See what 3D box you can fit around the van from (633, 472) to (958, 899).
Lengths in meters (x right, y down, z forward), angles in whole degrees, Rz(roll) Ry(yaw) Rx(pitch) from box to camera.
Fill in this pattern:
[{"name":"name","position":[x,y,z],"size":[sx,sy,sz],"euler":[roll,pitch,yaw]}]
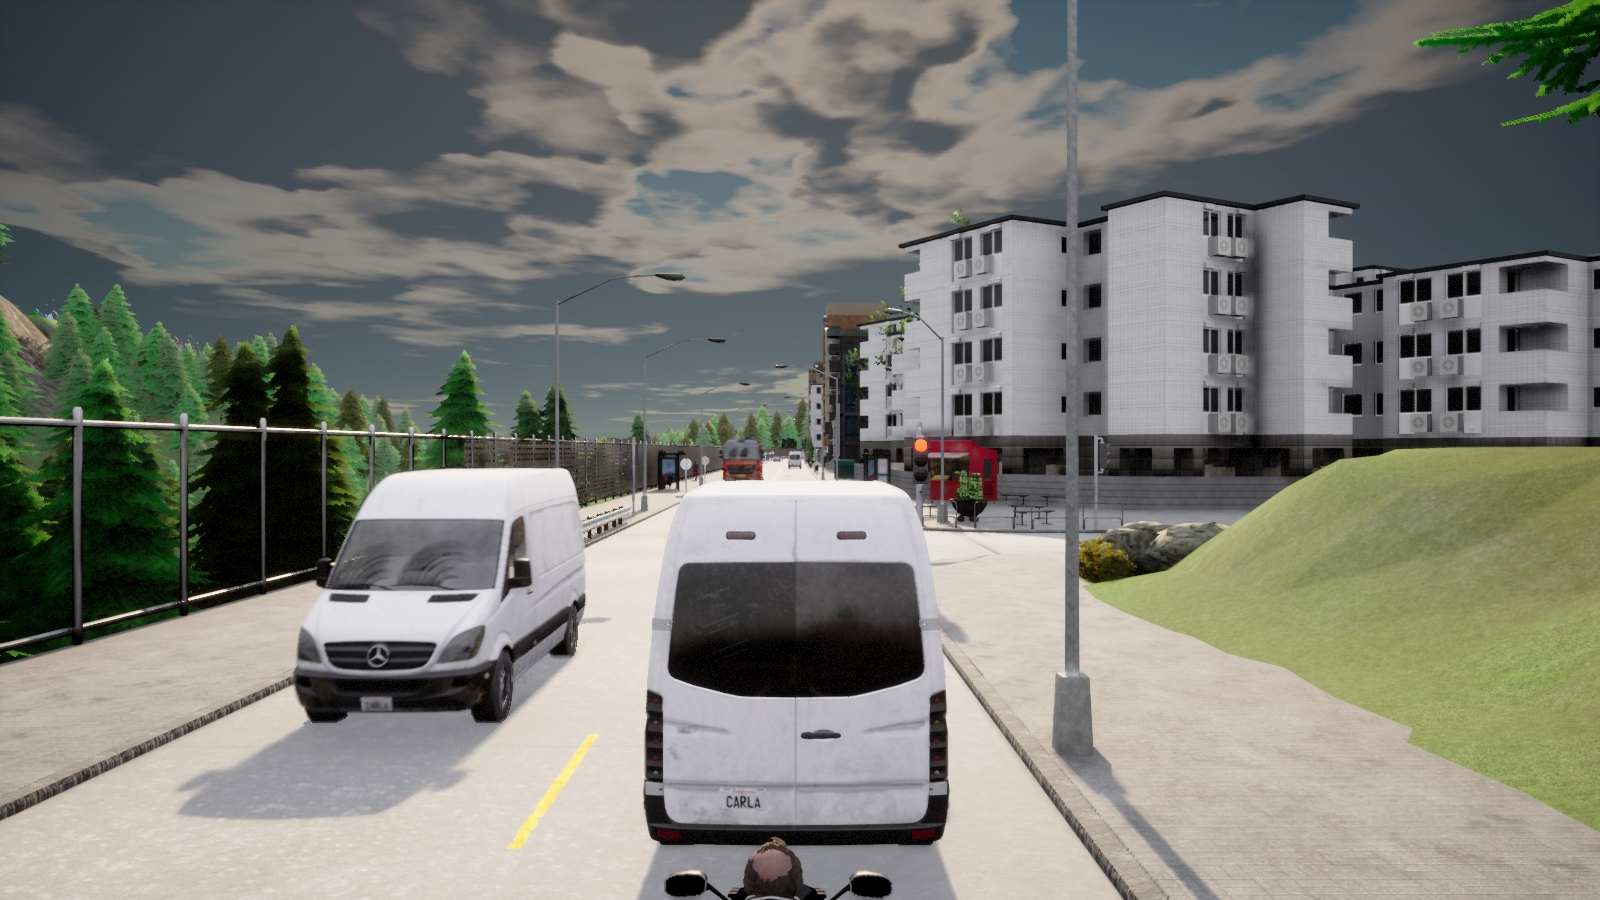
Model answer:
[{"name":"van","position":[-0.034,1.534,9.946],"size":[1.988,2.561,5.915],"euler":[0,0,0]}]

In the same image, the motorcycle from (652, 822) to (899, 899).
[{"name":"motorcycle","position":[-0.090,2.205,3.746],"size":[0.867,1.251,2.209],"euler":[0,0,1]}]

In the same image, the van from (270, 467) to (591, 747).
[{"name":"van","position":[-4.045,1.534,13.789],"size":[1.988,2.561,5.915],"euler":[0,0,0]}]
